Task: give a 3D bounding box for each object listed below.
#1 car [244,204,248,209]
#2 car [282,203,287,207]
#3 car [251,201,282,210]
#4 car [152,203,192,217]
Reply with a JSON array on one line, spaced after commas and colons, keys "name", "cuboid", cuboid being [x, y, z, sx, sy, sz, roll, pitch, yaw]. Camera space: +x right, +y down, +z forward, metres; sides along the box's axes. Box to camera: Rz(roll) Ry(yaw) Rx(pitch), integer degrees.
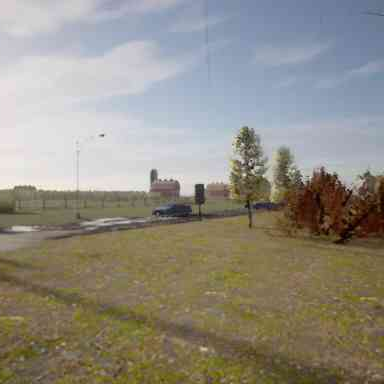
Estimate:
[{"name": "car", "cuboid": [10.277, 2.146, 55.501, 1.895, 1.301, 4.718, -1, -1, 32]}, {"name": "car", "cuboid": [16.776, 2.063, 59.398, 1.812, 1.442, 4.674, -1, -1, 31]}, {"name": "car", "cuboid": [11.303, 1.653, 50.402, 2.150, 2.045, 5.566, -1, -1, 32]}, {"name": "car", "cuboid": [-2.048, 1.866, 35.724, 2.033, 1.411, 5.357, -1, -1, 32]}]
